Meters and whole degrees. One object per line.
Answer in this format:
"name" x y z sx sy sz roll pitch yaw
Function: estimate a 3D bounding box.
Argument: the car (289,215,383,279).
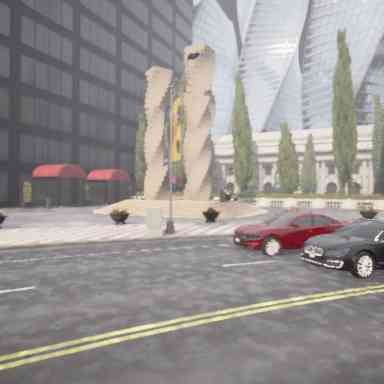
"car" 5.667 1.575 10.053 4.892 1.490 1.837 1 -1 -18

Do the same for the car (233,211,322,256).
"car" 4.052 1.534 13.161 5.008 1.535 1.882 1 0 -19
